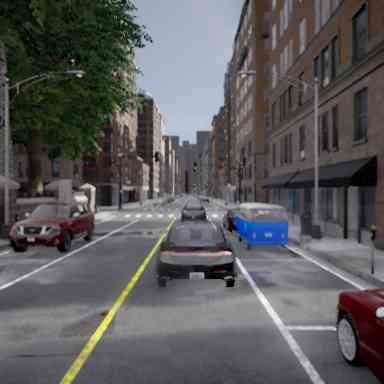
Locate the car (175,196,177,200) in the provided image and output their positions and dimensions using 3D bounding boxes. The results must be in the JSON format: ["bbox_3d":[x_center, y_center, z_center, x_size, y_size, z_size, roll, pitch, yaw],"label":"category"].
[{"bbox_3d":[-5.629,1.798,85.157,2.008,1.369,4.403,0,0,0],"label":"car"}]

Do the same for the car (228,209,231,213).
[{"bbox_3d":[2.865,1.628,19.910,1.947,1.339,4.313,0,0,0],"label":"car"}]

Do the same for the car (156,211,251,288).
[{"bbox_3d":[0.105,1.523,9.316,2.128,1.511,4.902,0,0,0],"label":"car"}]

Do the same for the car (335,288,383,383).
[{"bbox_3d":[2.857,1.555,2.929,1.887,1.381,4.507,0,0,0],"label":"car"}]

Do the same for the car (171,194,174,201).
[{"bbox_3d":[-5.634,1.754,74.255,1.887,1.381,4.507,0,0,0],"label":"car"}]

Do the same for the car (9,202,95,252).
[{"bbox_3d":[-5.663,1.361,14.215,2.192,1.841,5.009,0,0,0],"label":"car"}]

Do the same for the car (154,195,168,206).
[{"bbox_3d":[-5.642,1.684,57.733,1.752,1.417,4.829,0,0,0],"label":"car"}]

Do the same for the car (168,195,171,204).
[{"bbox_3d":[-5.639,1.726,63.353,2.008,1.369,4.403,0,0,0],"label":"car"}]

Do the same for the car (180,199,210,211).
[{"bbox_3d":[0.094,1.571,26.173,2.128,1.511,4.902,0,0,-1],"label":"car"}]

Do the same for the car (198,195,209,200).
[{"bbox_3d":[2.890,1.650,74.287,1.967,1.590,4.097,0,0,0],"label":"car"}]

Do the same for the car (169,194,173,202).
[{"bbox_3d":[-5.637,1.737,68.804,1.887,1.381,4.507,0,0,0],"label":"car"}]

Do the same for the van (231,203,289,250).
[{"bbox_3d":[2.862,1.387,14.251,1.690,1.788,3.998,0,0,0],"label":"van"}]
